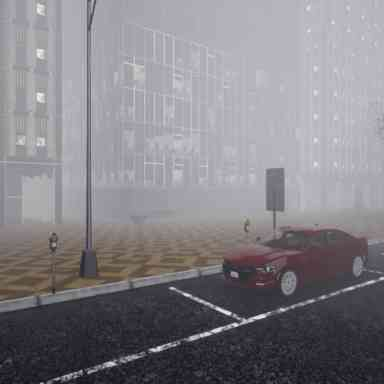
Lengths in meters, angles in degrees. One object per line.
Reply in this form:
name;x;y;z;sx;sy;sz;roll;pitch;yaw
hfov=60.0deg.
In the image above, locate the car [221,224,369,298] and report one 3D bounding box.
car;2.748;1.545;8.527;4.507;1.381;1.887;0;0;-36
